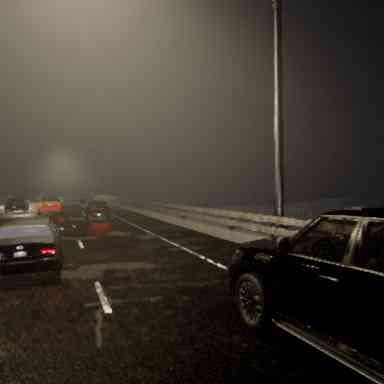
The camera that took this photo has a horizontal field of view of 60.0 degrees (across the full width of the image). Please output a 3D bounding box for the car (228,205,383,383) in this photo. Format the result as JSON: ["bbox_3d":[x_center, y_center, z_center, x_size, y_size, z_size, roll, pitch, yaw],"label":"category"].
[{"bbox_3d":[2.515,1.140,3.980,2.150,2.045,5.566,-1,1,-22],"label":"car"}]

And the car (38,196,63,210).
[{"bbox_3d":[-13.782,1.207,32.504,2.097,1.767,4.553,-1,1,-21],"label":"car"}]

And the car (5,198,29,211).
[{"bbox_3d":[-18.905,1.373,36.078,1.882,1.535,5.008,-1,1,-21],"label":"car"}]

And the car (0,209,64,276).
[{"bbox_3d":[-4.981,1.504,10.169,2.033,1.411,5.357,-1,1,-22],"label":"car"}]

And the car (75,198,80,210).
[{"bbox_3d":[-12.497,1.343,38.696,1.994,1.385,4.181,-1,1,-20],"label":"car"}]

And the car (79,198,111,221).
[{"bbox_3d":[-7.411,1.338,25.639,1.837,1.490,4.892,-1,1,-21],"label":"car"}]
